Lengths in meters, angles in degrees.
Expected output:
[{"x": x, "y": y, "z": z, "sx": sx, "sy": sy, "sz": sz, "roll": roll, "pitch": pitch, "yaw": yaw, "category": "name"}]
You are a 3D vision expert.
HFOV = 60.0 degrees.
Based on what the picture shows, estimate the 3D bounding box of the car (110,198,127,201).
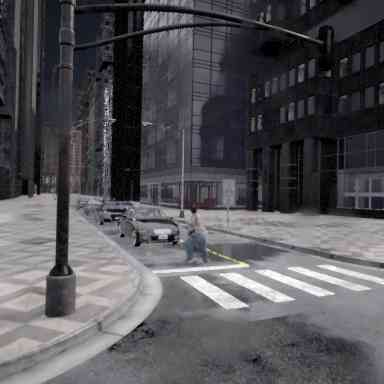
[{"x": -7.370, "y": 1.578, "z": 35.601, "sx": 1.994, "sy": 1.385, "sz": 4.181, "roll": 1, "pitch": 0, "yaw": -23, "category": "car"}]

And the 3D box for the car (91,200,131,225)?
[{"x": -5.675, "y": 1.523, "z": 23.500, "sx": 1.994, "sy": 1.385, "sz": 4.181, "roll": 1, "pitch": 0, "yaw": -23, "category": "car"}]

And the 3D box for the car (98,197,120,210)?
[{"x": -11.231, "y": 1.479, "z": 44.704, "sx": 2.128, "sy": 1.511, "sz": 4.902, "roll": 1, "pitch": 0, "yaw": -23, "category": "car"}]

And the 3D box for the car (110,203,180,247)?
[{"x": -2.082, "y": 1.459, "z": 15.052, "sx": 2.128, "sy": 1.511, "sz": 4.902, "roll": 1, "pitch": 0, "yaw": -23, "category": "car"}]

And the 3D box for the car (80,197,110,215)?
[{"x": -9.580, "y": 1.473, "z": 32.686, "sx": 1.812, "sy": 1.442, "sz": 4.674, "roll": 1, "pitch": 0, "yaw": -23, "category": "car"}]

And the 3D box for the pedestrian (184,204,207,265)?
[{"x": 0.105, "y": 1.267, "z": 10.080, "sx": 0.375, "sy": 1.860, "sz": 0.375, "roll": 2, "pitch": -1, "yaw": -23, "category": "pedestrian"}]

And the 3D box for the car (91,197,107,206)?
[{"x": -14.887, "y": 1.550, "z": 53.257, "sx": 1.895, "sy": 1.301, "sz": 4.718, "roll": 1, "pitch": 0, "yaw": -23, "category": "car"}]

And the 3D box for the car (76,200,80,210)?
[{"x": -13.460, "y": 1.487, "z": 41.899, "sx": 1.994, "sy": 1.385, "sz": 4.181, "roll": 1, "pitch": 0, "yaw": -22, "category": "car"}]
